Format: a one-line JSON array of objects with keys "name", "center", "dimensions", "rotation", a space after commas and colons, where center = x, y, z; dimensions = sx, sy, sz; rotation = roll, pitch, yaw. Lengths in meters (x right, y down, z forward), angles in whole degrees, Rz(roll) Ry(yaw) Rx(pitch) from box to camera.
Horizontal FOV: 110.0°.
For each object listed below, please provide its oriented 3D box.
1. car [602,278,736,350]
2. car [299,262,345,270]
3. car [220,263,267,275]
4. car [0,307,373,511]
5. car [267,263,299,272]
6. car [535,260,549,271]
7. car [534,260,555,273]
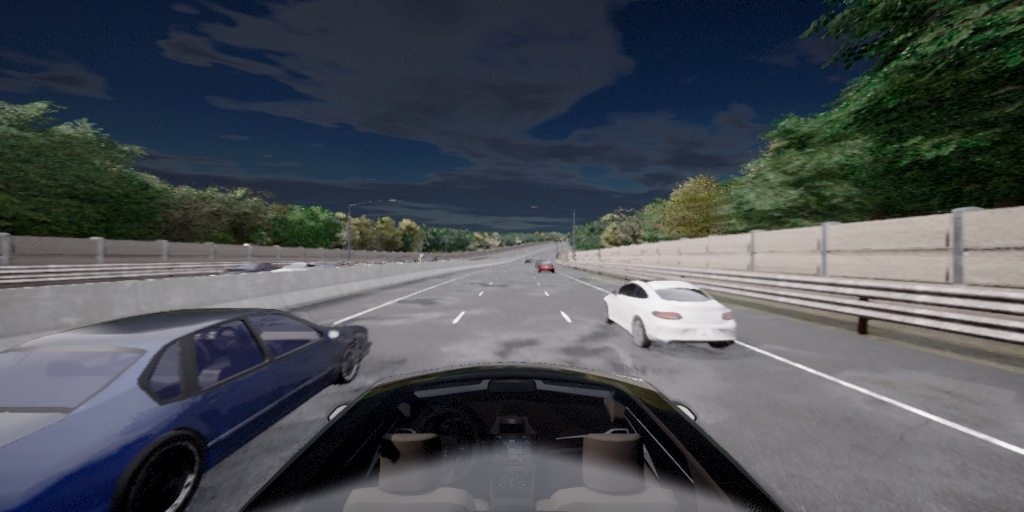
[{"name": "car", "center": [3.624, 1.288, 9.033], "dimensions": [1.812, 1.442, 4.674], "rotation": [0, 0, 0]}, {"name": "car", "center": [-13.824, 1.299, 27.372], "dimensions": [1.994, 1.385, 4.181], "rotation": [0, 0, 1]}, {"name": "car", "center": [-20.789, 1.247, 29.063], "dimensions": [2.033, 1.411, 5.357], "rotation": [1, 1, 2]}, {"name": "car", "center": [-3.395, 1.290, 3.938], "dimensions": [2.033, 1.411, 5.357], "rotation": [0, 0, 0]}, {"name": "car", "center": [-17.282, 1.253, 29.311], "dimensions": [1.812, 1.442, 4.674], "rotation": [0, 0, 2]}, {"name": "car", "center": [4.694, 1.385, 56.137], "dimensions": [2.033, 1.649, 4.856], "rotation": [0, -1, 3]}, {"name": "car", "center": [4.254, 1.376, 45.278], "dimensions": [2.163, 1.488, 4.792], "rotation": [0, 0, 2]}]
